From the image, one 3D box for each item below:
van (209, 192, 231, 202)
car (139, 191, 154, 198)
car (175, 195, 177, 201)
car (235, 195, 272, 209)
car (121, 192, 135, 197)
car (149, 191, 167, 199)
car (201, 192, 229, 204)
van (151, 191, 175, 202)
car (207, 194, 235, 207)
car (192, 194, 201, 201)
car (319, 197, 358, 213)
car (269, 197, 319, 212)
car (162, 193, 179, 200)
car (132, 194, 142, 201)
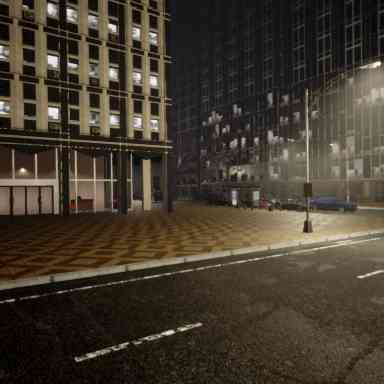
[{"bbox_3d":[4.890,0.863,58.862,1.690,1.788,3.998,0,1,-35],"label":"van"},{"bbox_3d":[-11.236,0.694,82.263,1.967,1.590,4.097,0,1,-35],"label":"car"},{"bbox_3d":[-4.715,1.103,62.764,1.812,1.442,4.674,-1,1,-35],"label":"car"},{"bbox_3d":[7.572,1.394,40.011,1.802,1.307,4.206,0,1,-35],"label":"car"},{"bbox_3d":[-17.686,0.696,91.624,2.008,1.369,4.403,0,1,-35],"label":"car"},{"bbox_3d":[-8.011,0.623,77.582,2.192,1.841,5.009,0,1,-35],"label":"car"},{"bbox_3d":[3.876,1.027,50.132,2.097,1.767,4.553,-1,1,-34],"label":"car"},{"bbox_3d":[-5.235,0.943,58.789,1.690,1.788,3.998,0,1,-35],"label":"van"},{"bbox_3d":[4.395,1.325,44.723,1.947,1.339,4.313,0,1,-35],"label":"car"},{"bbox_3d":[1.665,1.051,63.545,1.802,1.307,4.206,0,1,-35],"label":"car"},{"bbox_3d":[14.580,1.323,34.586,1.882,1.535,5.008,-1,1,-35],"label":"car"},{"bbox_3d":[10.783,1.430,35.319,1.947,1.339,4.313,0,1,-35],"label":"car"},{"bbox_3d":[-4.785,0.944,72.906,1.802,1.307,4.206,0,1,-35],"label":"car"},{"bbox_3d":[-11.686,1.046,68.151,2.008,1.369,4.403,0,1,-35],"label":"car"}]
